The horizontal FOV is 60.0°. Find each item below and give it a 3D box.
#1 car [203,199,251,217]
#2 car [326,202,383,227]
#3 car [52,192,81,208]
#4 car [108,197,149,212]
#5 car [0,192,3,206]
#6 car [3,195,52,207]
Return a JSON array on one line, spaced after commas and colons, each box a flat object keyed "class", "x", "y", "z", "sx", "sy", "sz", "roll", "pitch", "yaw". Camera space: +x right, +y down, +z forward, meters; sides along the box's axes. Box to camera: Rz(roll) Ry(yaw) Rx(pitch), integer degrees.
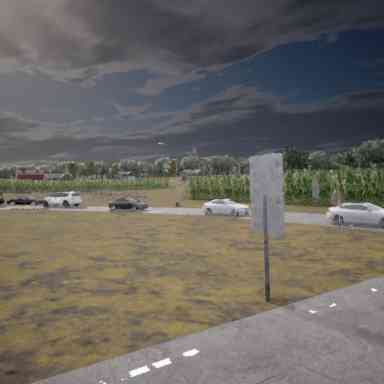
[{"class": "car", "x": 3.030, "y": 1.341, "z": 29.641, "sx": 4.674, "sy": 1.442, "sz": 1.812, "roll": 0, "pitch": 2, "yaw": 42}, {"class": "car", "x": 10.958, "y": 1.387, "z": 21.130, "sx": 1.812, "sy": 1.442, "sz": 4.674, "roll": -3, "pitch": 2, "yaw": -43}, {"class": "car", "x": -17.583, "y": 1.007, "z": 44.630, "sx": 5.566, "sy": 2.045, "sz": 2.150, "roll": 0, "pitch": 2, "yaw": 17}, {"class": "car", "x": -7.091, "y": 1.350, "z": 37.025, "sx": 4.892, "sy": 1.490, "sz": 1.837, "roll": -1, "pitch": 2, "yaw": 28}, {"class": "car", "x": -29.246, "y": 1.025, "z": 46.775, "sx": 5.566, "sy": 2.045, "sz": 2.150, "roll": 0, "pitch": 1, "yaw": 5}, {"class": "car", "x": -21.209, "y": 1.067, "z": 42.829, "sx": 5.008, "sy": 1.535, "sz": 1.882, "roll": 0, "pitch": 2, "yaw": 13}]
